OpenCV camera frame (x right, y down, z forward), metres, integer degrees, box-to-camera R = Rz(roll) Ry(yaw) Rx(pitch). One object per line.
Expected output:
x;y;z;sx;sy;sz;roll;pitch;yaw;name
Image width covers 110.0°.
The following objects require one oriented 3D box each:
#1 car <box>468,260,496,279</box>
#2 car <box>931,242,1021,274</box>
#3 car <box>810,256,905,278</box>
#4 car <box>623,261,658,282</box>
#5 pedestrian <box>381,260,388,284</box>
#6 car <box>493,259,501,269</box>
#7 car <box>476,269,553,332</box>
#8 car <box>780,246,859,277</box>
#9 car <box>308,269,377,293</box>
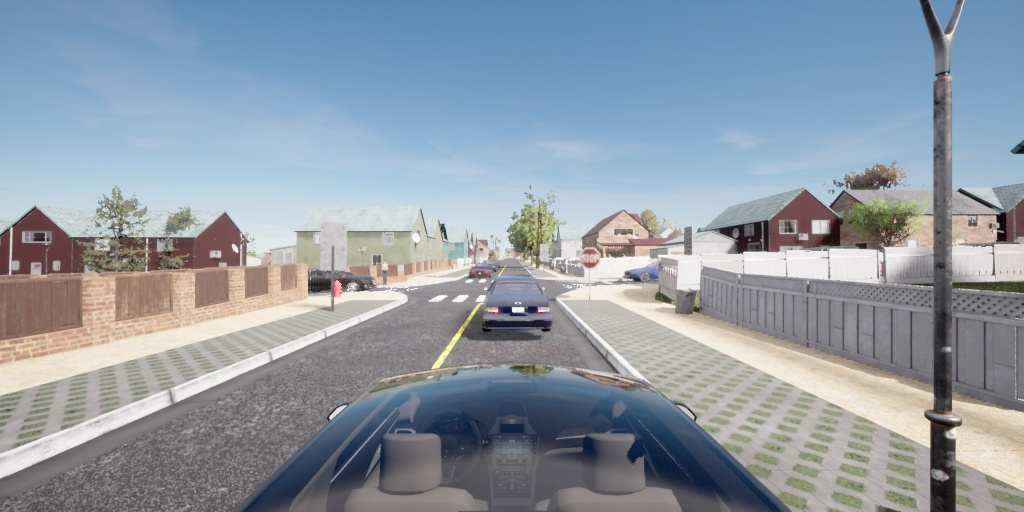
-2.792;1.316;32.801;1.994;1.385;4.181;0;0;0;car
31.405;0.121;24.426;5.566;2.045;2.150;-2;-1;0;car
20.924;0.685;21.452;4.181;1.385;1.994;-2;-1;0;car
10.409;1.013;24.385;5.357;1.411;2.033;-2;-1;1;car
-9.644;1.212;27.177;0.375;1.860;0.375;0;0;0;pedestrian
-2.764;1.244;43.704;2.128;1.511;4.902;0;0;0;car
0.093;1.300;10.848;2.033;1.411;5.357;0;0;-1;car
20.688;0.409;24.395;5.566;2.045;2.150;-2;-1;0;car
-10.659;1.485;21.422;4.892;1.490;1.837;-2;-1;-2;car
